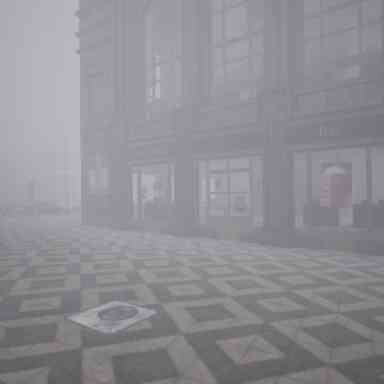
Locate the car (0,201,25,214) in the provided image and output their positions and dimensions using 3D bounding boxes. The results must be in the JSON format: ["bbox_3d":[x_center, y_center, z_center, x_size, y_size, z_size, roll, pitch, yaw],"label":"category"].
[{"bbox_3d":[-21.123,1.694,36.759,2.008,1.369,4.403,-1,-1,35],"label":"car"}]

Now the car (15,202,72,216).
[{"bbox_3d":[-14.185,1.579,31.807,1.947,1.339,4.313,-1,-1,35],"label":"car"}]

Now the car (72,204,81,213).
[{"bbox_3d":[-10.811,1.564,36.571,1.752,1.417,4.829,-1,-1,35],"label":"car"}]

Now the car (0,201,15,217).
[{"bbox_3d":[-17.464,1.544,27.181,2.008,1.369,4.403,-1,-1,35],"label":"car"}]
